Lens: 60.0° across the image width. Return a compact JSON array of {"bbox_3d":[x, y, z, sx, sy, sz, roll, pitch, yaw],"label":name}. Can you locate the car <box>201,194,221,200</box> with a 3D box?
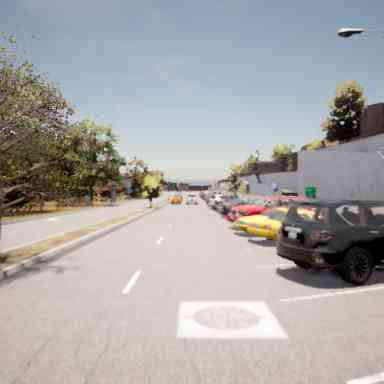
[{"bbox_3d":[5.059,1.268,90.460,4.892,1.521,2.231,1,0,-20],"label":"car"}]

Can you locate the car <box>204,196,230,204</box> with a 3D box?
[{"bbox_3d":[5.041,1.533,66.490,4.792,1.488,2.163,1,1,-20],"label":"car"}]

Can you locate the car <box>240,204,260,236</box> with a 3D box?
[{"bbox_3d":[5.243,1.512,15.529,5.366,1.575,1.946,1,0,-20],"label":"car"}]

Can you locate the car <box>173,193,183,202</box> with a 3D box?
[{"bbox_3d":[-3.005,1.239,73.225,2.097,1.767,4.553,0,1,0],"label":"car"}]

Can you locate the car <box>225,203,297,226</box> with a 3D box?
[{"bbox_3d":[5.043,1.585,24.451,4.792,1.488,2.163,1,0,-20],"label":"car"}]

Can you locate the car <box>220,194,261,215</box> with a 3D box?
[{"bbox_3d":[5.048,1.288,21.449,5.566,2.045,2.435,1,0,-20],"label":"car"}]

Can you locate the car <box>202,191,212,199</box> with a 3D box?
[{"bbox_3d":[5.045,1.356,54.472,5.566,2.045,2.435,1,1,-20],"label":"car"}]

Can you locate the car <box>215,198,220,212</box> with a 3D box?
[{"bbox_3d":[5.062,1.592,30.467,5.008,1.535,2.097,1,-1,-20],"label":"car"}]

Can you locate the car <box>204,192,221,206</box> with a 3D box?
[{"bbox_3d":[5.096,1.384,45.491,5.566,2.045,2.435,1,0,-20],"label":"car"}]

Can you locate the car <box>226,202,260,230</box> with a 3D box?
[{"bbox_3d":[4.895,1.518,18.396,5.366,1.575,1.946,1,0,-20],"label":"car"}]

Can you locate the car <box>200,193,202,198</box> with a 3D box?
[{"bbox_3d":[5.040,1.414,78.495,4.792,1.488,2.163,1,1,-20],"label":"car"}]

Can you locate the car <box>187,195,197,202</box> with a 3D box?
[{"bbox_3d":[-0.005,1.397,72.894,1.994,1.385,4.181,0,1,0],"label":"car"}]

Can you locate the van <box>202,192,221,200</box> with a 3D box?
[{"bbox_3d":[5.176,1.071,87.518,4.442,1.987,1.878,1,0,-20],"label":"van"}]

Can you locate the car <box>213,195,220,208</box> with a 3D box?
[{"bbox_3d":[5.100,1.496,36.479,4.553,1.767,2.185,1,0,-20],"label":"car"}]

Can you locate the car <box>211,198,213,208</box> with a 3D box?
[{"bbox_3d":[5.071,1.674,39.467,4.674,1.452,2.002,1,0,-20],"label":"car"}]

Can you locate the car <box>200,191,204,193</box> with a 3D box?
[{"bbox_3d":[5.037,1.200,84.484,4.553,1.767,2.185,1,0,-20],"label":"car"}]

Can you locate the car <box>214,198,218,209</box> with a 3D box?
[{"bbox_3d":[5.071,1.649,33.468,4.674,1.452,2.002,1,0,-20],"label":"car"}]

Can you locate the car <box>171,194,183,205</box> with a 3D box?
[{"bbox_3d":[-3.004,1.528,62.832,1.882,1.535,5.008,0,1,0],"label":"car"}]

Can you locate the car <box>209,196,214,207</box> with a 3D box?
[{"bbox_3d":[5.094,1.665,42.492,4.792,1.488,2.163,1,0,-20],"label":"car"}]

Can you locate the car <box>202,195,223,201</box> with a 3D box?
[{"bbox_3d":[5.061,1.395,81.513,4.674,1.452,2.002,1,0,-20],"label":"car"}]

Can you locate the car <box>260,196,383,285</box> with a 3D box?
[{"bbox_3d":[5.097,1.243,9.479,5.566,2.045,2.435,1,0,-20],"label":"car"}]

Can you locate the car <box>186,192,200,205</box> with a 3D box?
[{"bbox_3d":[-0.004,1.275,62.502,2.150,2.045,5.566,0,1,0],"label":"car"}]

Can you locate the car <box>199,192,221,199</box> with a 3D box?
[{"bbox_3d":[5.043,0.986,93.426,5.566,2.045,2.435,1,1,-20],"label":"car"}]
